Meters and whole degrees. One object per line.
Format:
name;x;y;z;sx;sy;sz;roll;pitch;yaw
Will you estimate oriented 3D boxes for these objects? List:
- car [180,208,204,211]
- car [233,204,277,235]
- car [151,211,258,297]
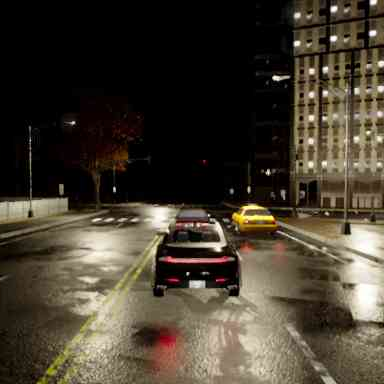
car;0.001;1.527;17.549;2.033;1.411;5.357;0;0;0
car;3.321;1.439;18.540;1.801;1.575;5.366;0;0;0
car;0.078;1.480;8.526;2.128;1.511;4.902;0;0;0
